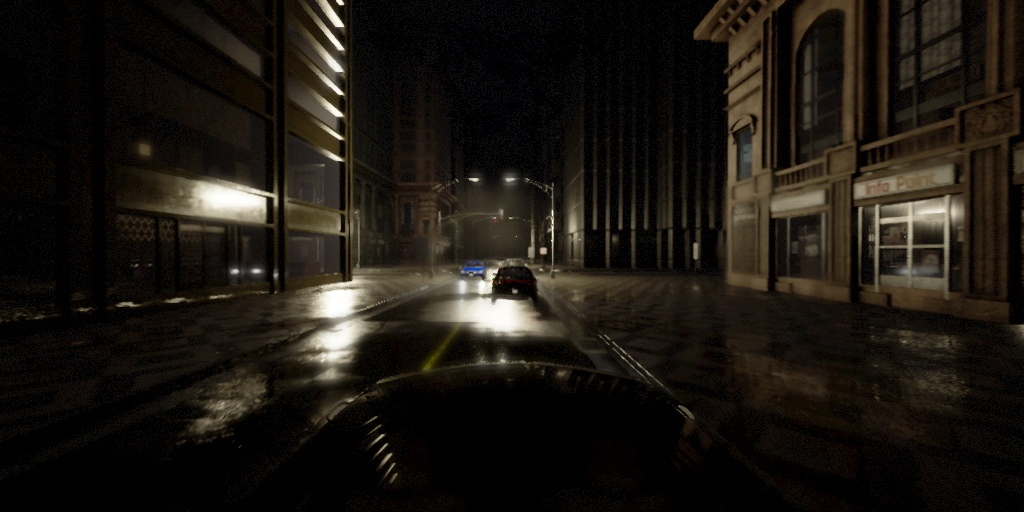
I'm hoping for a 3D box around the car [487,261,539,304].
[{"bbox_3d":[0.104,1.166,15.901,1.882,1.535,5.008,0,0,0],"label":"car"}]

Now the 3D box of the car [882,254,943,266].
[{"bbox_3d":[45.823,0.727,41.126,5.566,2.045,2.150,0,0,0],"label":"car"}]

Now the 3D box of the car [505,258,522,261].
[{"bbox_3d":[0.105,0.991,27.198,2.097,1.767,4.553,0,0,0],"label":"car"}]

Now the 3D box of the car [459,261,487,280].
[{"bbox_3d":[-3.019,1.155,29.294,1.812,1.442,4.674,0,0,1],"label":"car"}]
